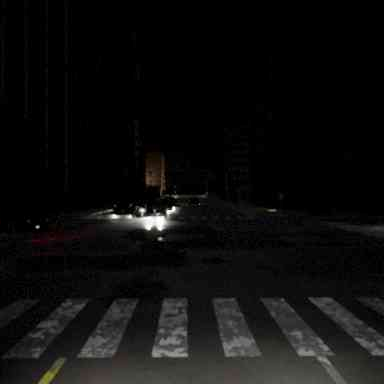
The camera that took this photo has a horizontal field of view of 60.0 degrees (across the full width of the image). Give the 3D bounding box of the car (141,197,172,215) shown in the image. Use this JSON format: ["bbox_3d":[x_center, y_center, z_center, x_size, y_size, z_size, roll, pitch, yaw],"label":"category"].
[{"bbox_3d":[-3.532,1.510,33.702,2.128,1.511,4.902,0,0,-1],"label":"car"}]

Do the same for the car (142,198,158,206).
[{"bbox_3d":[-6.958,1.631,55.528,1.895,1.301,4.718,0,0,1],"label":"car"}]

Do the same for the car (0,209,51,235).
[{"bbox_3d":[-10.435,1.576,18.646,4.718,1.301,1.895,0,0,19],"label":"car"}]

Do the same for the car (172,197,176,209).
[{"bbox_3d":[-3.519,1.587,42.621,1.994,1.385,4.181,0,0,0],"label":"car"}]

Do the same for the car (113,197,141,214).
[{"bbox_3d":[-7.029,1.372,35.795,2.097,1.767,4.553,0,0,0],"label":"car"}]

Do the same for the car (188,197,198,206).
[{"bbox_3d":[0.187,1.578,56.728,2.033,1.411,5.357,0,0,0],"label":"car"}]

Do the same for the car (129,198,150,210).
[{"bbox_3d":[-7.016,1.572,45.268,2.033,1.411,5.357,0,0,0],"label":"car"}]
